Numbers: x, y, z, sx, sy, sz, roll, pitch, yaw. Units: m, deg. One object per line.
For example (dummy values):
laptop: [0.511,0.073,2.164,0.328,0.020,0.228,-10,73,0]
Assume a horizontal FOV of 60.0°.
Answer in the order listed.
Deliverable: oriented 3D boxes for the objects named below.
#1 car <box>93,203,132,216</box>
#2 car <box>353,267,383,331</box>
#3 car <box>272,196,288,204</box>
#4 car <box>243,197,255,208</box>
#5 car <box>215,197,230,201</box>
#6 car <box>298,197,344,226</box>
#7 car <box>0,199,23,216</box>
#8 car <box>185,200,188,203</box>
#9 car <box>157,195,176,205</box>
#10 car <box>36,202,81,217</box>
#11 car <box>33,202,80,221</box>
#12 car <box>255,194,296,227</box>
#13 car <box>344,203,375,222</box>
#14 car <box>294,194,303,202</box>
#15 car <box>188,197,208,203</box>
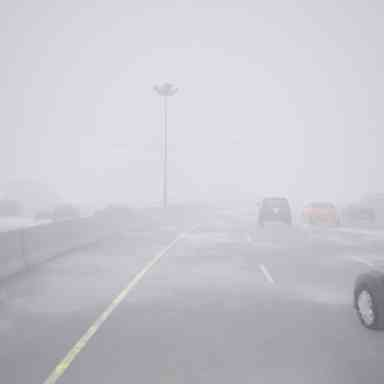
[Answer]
car: [-7.250,1.735,30.647,1.895,1.301,4.718,0,0,12]
car: [3.764,1.541,4.061,1.837,1.490,4.892,0,0,2]
car: [18.434,1.633,69.430,2.097,1.767,4.553,0,0,30]
car: [9.752,1.671,54.216,2.097,1.767,4.553,0,0,23]
car: [6.337,1.724,68.826,2.097,1.767,4.553,0,0,27]
car: [9.792,1.522,25.583,2.097,1.767,4.553,0,0,11]
car: [-17.904,1.448,30.672,2.097,1.767,4.553,0,0,12]
car: [0.196,1.951,72.185,1.895,1.301,4.718,0,0,27]
car: [-5.225,1.565,69.119,2.150,2.045,5.566,0,0,25]
car: [-13.623,1.730,34.222,1.895,1.301,4.718,0,0,13]
car: [-11.295,1.632,28.093,1.812,1.442,4.674,0,0,11]
car: [5.959,1.371,24.331,2.150,2.045,5.566,0,0,10]
car: [13.930,1.677,28.260,1.882,1.535,5.008,0,0,12]
car: [25.338,1.602,80.284,2.150,2.045,5.566,0,0,36]
car: [1.615,1.705,67.182,2.097,1.767,4.553,0,0,25]
